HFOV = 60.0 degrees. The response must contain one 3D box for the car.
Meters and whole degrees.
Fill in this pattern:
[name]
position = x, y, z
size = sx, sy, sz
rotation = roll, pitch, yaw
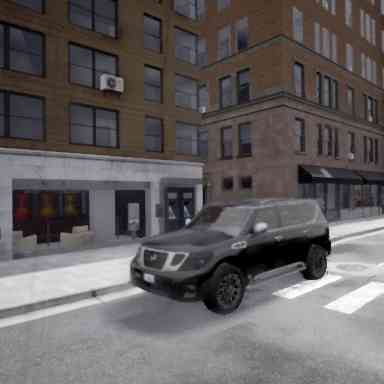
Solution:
[car]
position = 1.264, 1.202, 7.990
size = 5.566, 2.045, 2.150
rotation = -1, -1, -42
